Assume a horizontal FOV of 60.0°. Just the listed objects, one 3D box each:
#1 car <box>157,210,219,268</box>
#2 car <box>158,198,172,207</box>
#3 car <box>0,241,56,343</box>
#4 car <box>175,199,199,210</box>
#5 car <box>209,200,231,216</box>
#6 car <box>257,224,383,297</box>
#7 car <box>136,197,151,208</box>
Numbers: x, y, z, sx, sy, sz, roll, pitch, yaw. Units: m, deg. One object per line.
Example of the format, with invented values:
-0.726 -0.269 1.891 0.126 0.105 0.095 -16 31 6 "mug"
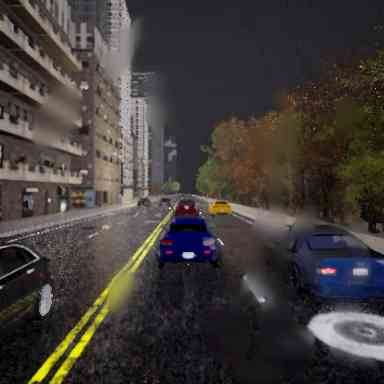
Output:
-0.138 1.549 11.316 1.812 1.442 4.674 0 0 -1 "car"
-4.217 1.645 52.795 1.812 1.442 4.674 0 0 -1 "car"
-3.473 1.512 4.496 1.837 1.490 4.892 0 0 -1 "car"
-0.483 1.420 31.119 2.097 1.767 4.553 0 0 -1 "car"
2.735 1.552 33.010 1.882 1.535 5.008 0 0 -1 "car"
3.153 1.568 8.820 2.033 1.411 5.357 0 0 -1 "car"
-7.463 1.623 51.947 1.837 1.490 4.892 0 -1 -1 "car"
